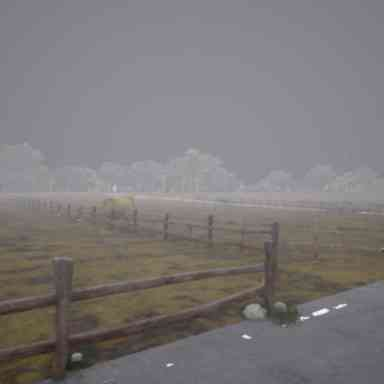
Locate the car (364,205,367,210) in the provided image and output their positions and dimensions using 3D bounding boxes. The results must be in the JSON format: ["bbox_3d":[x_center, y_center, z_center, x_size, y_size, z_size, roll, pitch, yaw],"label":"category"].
[{"bbox_3d":[22.362,2.109,48.149,2.033,1.411,5.357,2,-1,-35],"label":"car"}]

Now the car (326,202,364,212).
[{"bbox_3d":[20.605,2.041,45.509,1.994,1.385,4.181,2,-1,-36],"label":"car"}]

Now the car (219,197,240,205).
[{"bbox_3d":[7.243,1.664,64.293,1.837,1.490,4.892,2,0,-35],"label":"car"}]
